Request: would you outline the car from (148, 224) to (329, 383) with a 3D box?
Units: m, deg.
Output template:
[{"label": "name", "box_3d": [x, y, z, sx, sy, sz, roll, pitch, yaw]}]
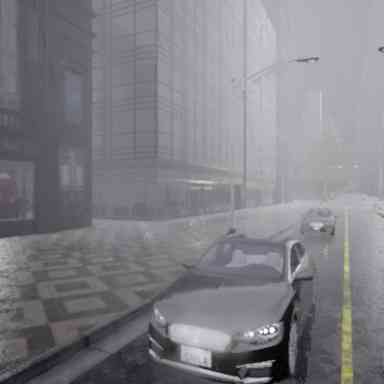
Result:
[{"label": "car", "box_3d": [1.078, 1.552, 5.847, 2.128, 1.511, 4.902, 0, -1, 25]}]

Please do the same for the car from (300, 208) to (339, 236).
[{"label": "car", "box_3d": [7.776, 1.727, 20.239, 2.128, 1.511, 4.902, 0, -1, 25]}]
